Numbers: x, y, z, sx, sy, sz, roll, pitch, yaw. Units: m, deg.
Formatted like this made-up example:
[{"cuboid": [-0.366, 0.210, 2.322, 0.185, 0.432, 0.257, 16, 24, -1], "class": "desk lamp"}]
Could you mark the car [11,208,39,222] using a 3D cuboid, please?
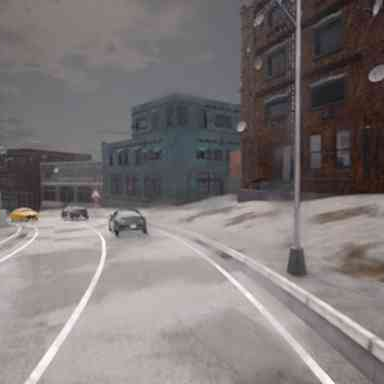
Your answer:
[{"cuboid": [-19.414, 2.633, 38.565, 1.882, 1.535, 5.008, -3, -1, -43], "class": "car"}]

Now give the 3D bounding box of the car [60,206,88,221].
[{"cuboid": [-12.869, 2.260, 36.202, 1.837, 1.490, 4.892, -2, -1, -37], "class": "car"}]

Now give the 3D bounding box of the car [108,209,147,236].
[{"cuboid": [-3.938, 1.728, 20.088, 1.812, 1.442, 4.674, -1, -1, -20], "class": "car"}]
